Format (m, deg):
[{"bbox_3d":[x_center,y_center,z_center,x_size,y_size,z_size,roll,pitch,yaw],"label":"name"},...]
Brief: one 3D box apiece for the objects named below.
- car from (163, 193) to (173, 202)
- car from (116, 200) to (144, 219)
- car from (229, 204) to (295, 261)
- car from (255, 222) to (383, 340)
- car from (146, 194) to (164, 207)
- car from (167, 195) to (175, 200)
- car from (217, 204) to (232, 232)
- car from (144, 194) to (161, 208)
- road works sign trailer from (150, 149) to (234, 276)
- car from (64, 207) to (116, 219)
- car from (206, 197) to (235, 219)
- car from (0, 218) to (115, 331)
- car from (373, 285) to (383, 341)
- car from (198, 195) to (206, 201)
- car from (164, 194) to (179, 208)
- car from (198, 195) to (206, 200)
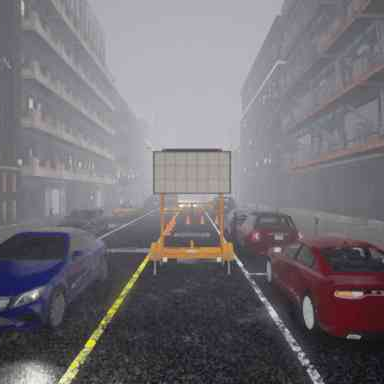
[{"bbox_3d":[-5.686,1.290,79.863,2.192,1.841,5.009,0,0,0],"label":"car"},{"bbox_3d":[-5.688,1.522,28.965,1.752,1.417,4.829,0,0,0],"label":"car"},{"bbox_3d":[2.692,1.440,12.223,1.967,1.590,4.097,0,0,0],"label":"car"},{"bbox_3d":[2.692,1.545,6.586,1.887,1.381,4.507,0,0,0],"label":"car"},{"bbox_3d":[-5.687,1.304,51.681,2.192,1.841,5.009,0,0,0],"label":"car"},{"bbox_3d":[-5.686,1.513,91.136,1.887,1.381,4.507,0,0,0],"label":"car"},{"bbox_3d":[2.692,1.550,17.858,2.008,1.369,4.403,0,0,0],"label":"car"},{"bbox_3d":[-5.688,1.431,46.045,1.967,1.590,4.097,0,0,0],"label":"car"},{"bbox_3d":[0.000,0.464,10.355,2.380,3.560,2.880,0,0,0],"label":"road works sign trailer"},{"bbox_3d":[-5.689,1.565,17.861,1.947,1.339,4.313,0,0,0],"label":"car"},{"bbox_3d":[2.694,1.312,29.131,2.192,1.841,5.009,0,0,0],"label":"car"},{"bbox_3d":[-3.100,1.526,7.017,1.812,1.442,4.674,0,0,0],"label":"car"},{"bbox_3d":[2.691,1.566,0.949,1.947,1.339,4.313,0,0,0],"label":"car"},{"bbox_3d":[2.694,1.500,80.029,1.752,1.417,4.829,0,0,0],"label":"car"},{"bbox_3d":[-3.097,1.211,47.949,2.150,2.045,5.566,0,0,0],"label":"car"},{"bbox_3d":[2.694,1.513,91.131,1.887,1.381,4.507,0,0,0],"label":"car"}]
